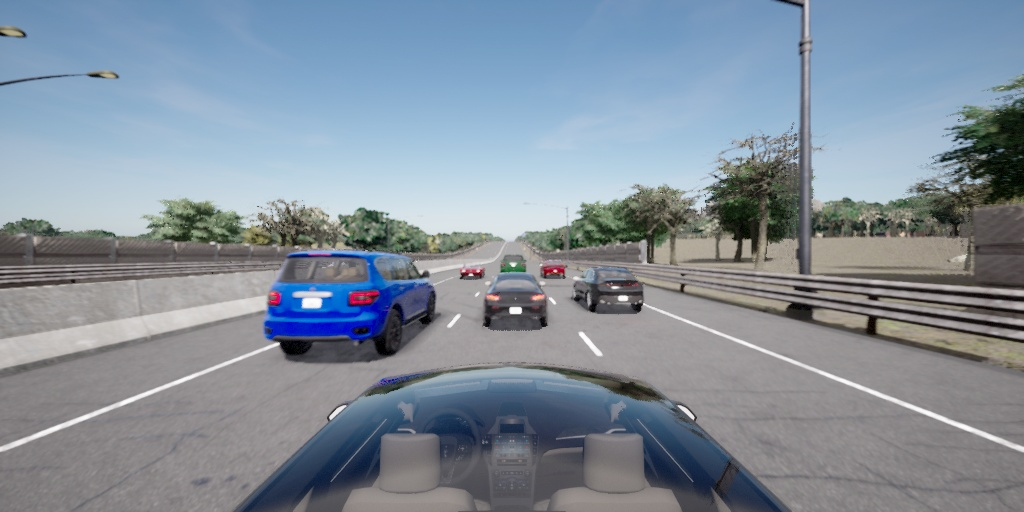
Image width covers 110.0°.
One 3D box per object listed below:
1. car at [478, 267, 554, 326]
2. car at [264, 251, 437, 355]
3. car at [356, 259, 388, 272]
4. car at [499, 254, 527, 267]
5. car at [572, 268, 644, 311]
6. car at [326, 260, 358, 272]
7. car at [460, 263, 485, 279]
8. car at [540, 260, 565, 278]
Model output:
[{"bbox_3d":[0.103,1.236,11.386,1.812,1.442,4.674,0,0,0],"label":"car"},{"bbox_3d":[-3.398,0.934,8.775,2.150,2.045,5.566,0,-1,0],"label":"car"},{"bbox_3d":[-17.562,1.169,45.180,2.128,1.511,4.902,0,0,0],"label":"car"},{"bbox_3d":[0.109,0.875,30.741,2.150,2.045,5.566,0,-1,0],"label":"car"},{"bbox_3d":[3.607,1.198,14.125,1.837,1.490,4.892,0,-1,0],"label":"car"},{"bbox_3d":[-21.067,1.200,44.662,1.812,1.442,4.674,0,0,0],"label":"car"},{"bbox_3d":[-3.387,1.261,31.593,1.895,1.301,4.718,0,0,-1],"label":"car"},{"bbox_3d":[3.608,1.139,32.258,1.882,1.535,5.008,0,-1,0],"label":"car"}]
